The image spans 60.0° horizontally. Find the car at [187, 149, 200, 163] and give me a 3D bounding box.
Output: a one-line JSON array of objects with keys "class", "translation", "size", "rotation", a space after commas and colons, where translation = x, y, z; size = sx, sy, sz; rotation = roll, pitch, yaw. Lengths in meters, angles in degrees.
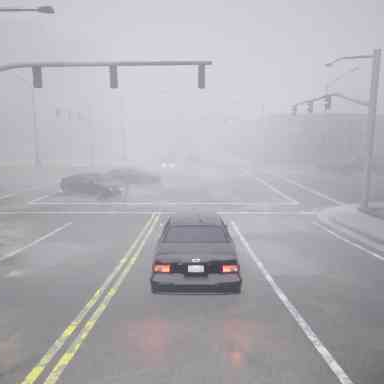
[{"class": "car", "translation": [0.174, -5.453, 52.050], "size": [1.882, 1.535, 5.008], "rotation": [0, 9, 0]}]

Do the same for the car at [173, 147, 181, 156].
[{"class": "car", "translation": [-3.478, -6.877, 60.986], "size": [1.837, 1.490, 4.892], "rotation": [0, 9, 0]}]

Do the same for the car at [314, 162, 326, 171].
[{"class": "car", "translation": [16.329, -3.047, 37.309], "size": [4.902, 1.511, 2.128], "rotation": [0, 9, 0]}]

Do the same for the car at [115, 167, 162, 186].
[{"class": "car", "translation": [-5.129, -1.287, 26.855], "size": [5.357, 1.411, 2.033], "rotation": [0, 9, 0]}]

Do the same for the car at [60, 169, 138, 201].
[{"class": "car", "translation": [-6.293, -0.453, 21.387], "size": [4.902, 1.511, 2.128], "rotation": [5, 10, 29]}]

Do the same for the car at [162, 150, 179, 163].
[{"class": "car", "translation": [-3.521, -5.293, 51.507], "size": [2.033, 1.411, 5.357], "rotation": [0, 9, 0]}]

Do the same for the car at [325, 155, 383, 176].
[{"class": "car", "translation": [17.073, -2.751, 33.804], "size": [5.566, 2.045, 2.150], "rotation": [0, 9, 1]}]

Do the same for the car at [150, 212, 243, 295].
[{"class": "car", "translation": [0.087, 1.219, 8.383], "size": [2.033, 1.411, 5.357], "rotation": [0, 4, 0]}]

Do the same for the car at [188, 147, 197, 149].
[{"class": "car", "translation": [0.124, -10.710, 84.540], "size": [1.837, 1.490, 4.892], "rotation": [0, 9, 0]}]

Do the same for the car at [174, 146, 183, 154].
[{"class": "car", "translation": [-3.396, -8.498, 71.181], "size": [2.033, 1.411, 5.357], "rotation": [0, 9, 0]}]
